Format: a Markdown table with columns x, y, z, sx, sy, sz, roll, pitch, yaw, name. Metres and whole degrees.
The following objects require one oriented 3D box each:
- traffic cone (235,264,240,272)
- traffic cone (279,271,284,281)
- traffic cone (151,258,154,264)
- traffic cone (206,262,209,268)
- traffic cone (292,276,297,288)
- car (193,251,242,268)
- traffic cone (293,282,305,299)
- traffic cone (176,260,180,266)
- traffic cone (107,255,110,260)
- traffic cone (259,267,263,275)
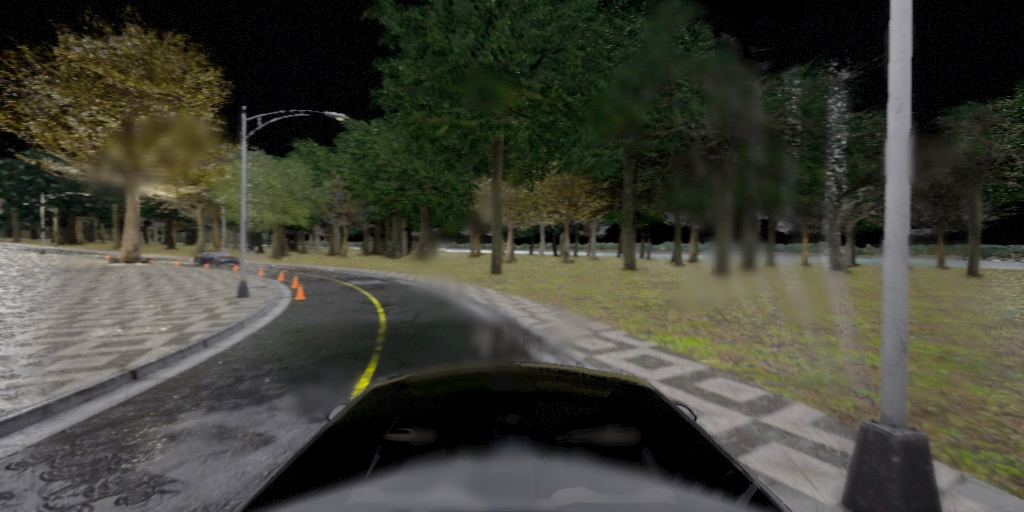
| x | y | z | sx | sy | sz | roll | pitch | yaw | name |
| --- | --- | --- | --- | --- | --- | --- | --- | --- | --- |
| -21.614 | 0.937 | 28.135 | 0.340 | 0.580 | 0.340 | 0 | 0 | 31 | traffic cone |
| -14.362 | 1.217 | 22.328 | 0.340 | 0.580 | 0.340 | 0 | 0 | -44 | traffic cone |
| -34.805 | 0.480 | 34.641 | 0.340 | 0.580 | 0.340 | 0 | 0 | 26 | traffic cone |
| -25.781 | 0.793 | 30.341 | 0.340 | 0.580 | 0.340 | 0 | 0 | 25 | traffic cone |
| -11.340 | 1.356 | 18.788 | 0.340 | 0.580 | 0.340 | 0 | 0 | -37 | traffic cone |
| -27.672 | 0.282 | 33.677 | 5.357 | 1.411 | 2.033 | 2 | 1 | 25 | car |
| -8.790 | 1.480 | 14.894 | 0.340 | 0.580 | 0.340 | 0 | 0 | -30 | traffic cone |
| -30.293 | 0.638 | 32.491 | 0.340 | 0.580 | 0.340 | 0 | 0 | 25 | traffic cone |
| -43.830 | 0.142 | 38.939 | 0.340 | 0.580 | 0.340 | 0 | 0 | 25 | traffic cone |
| -17.804 | 1.077 | 25.461 | 0.340 | 0.580 | 0.340 | 0 | 0 | 39 | traffic cone |
